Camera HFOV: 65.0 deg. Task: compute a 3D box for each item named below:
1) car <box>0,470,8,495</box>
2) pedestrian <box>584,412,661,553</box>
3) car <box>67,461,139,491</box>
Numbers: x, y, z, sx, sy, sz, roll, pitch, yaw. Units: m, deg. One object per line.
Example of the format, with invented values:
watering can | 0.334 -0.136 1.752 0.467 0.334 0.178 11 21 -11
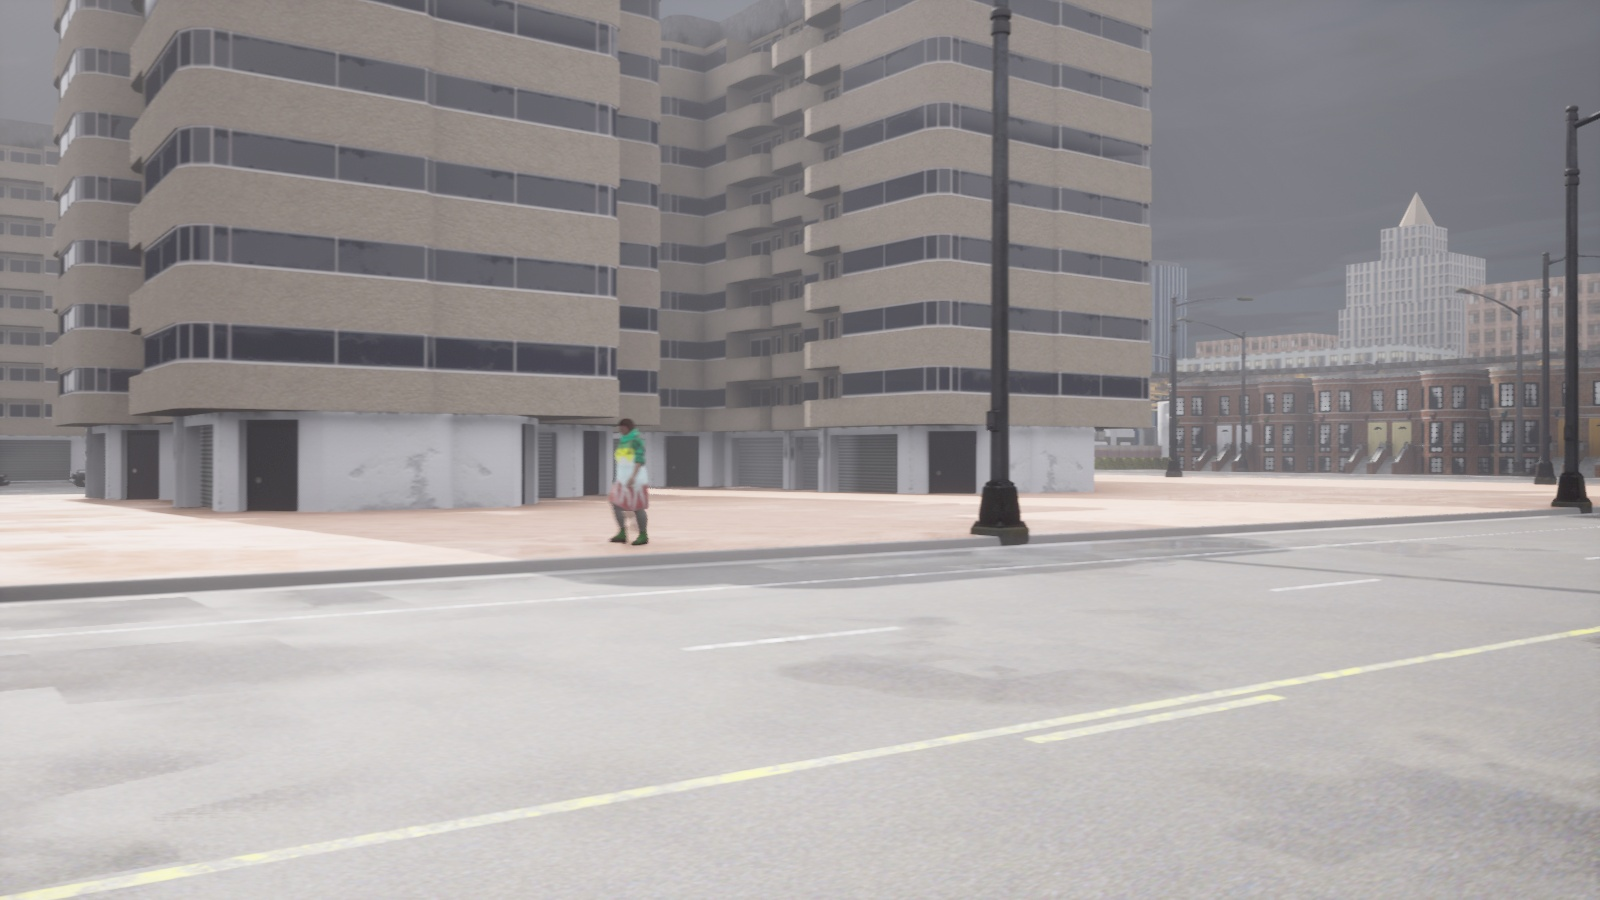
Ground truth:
car | -49.931 1.929 74.055 5.357 1.411 2.033 0 0 -36
pedestrian | -2.539 0.449 17.978 0.873 1.952 0.659 0 0 -38
car | -45.358 1.693 81.777 3.866 1.878 1.905 0 0 -36
